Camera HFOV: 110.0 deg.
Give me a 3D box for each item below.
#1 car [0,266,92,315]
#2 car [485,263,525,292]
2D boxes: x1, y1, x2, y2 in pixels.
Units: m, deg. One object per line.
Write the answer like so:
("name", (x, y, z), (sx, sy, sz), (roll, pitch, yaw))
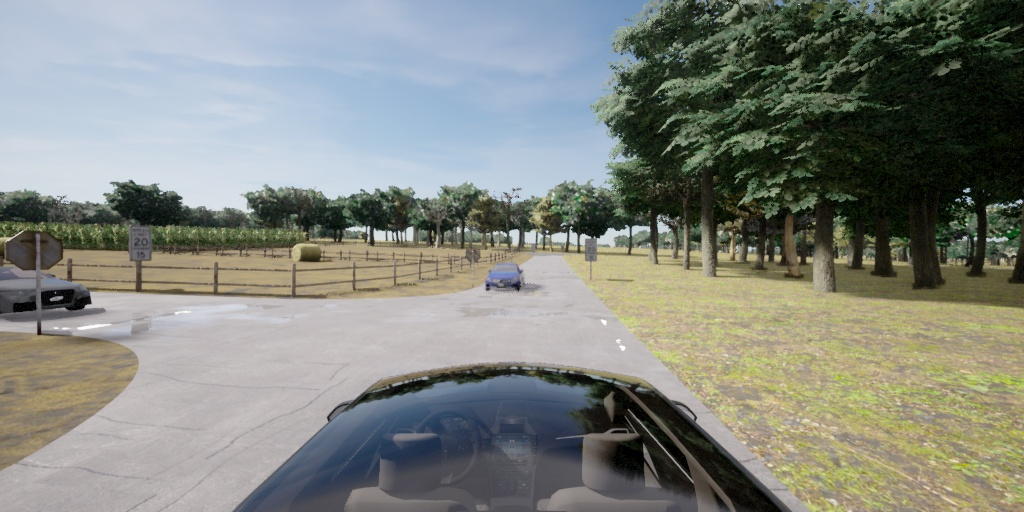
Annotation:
("car", (-15.079, 1.008, 10.536), (4.181, 1.385, 1.994), (1, 0, 6))
("car", (-0.292, 1.125, 20.276), (1.812, 1.442, 4.674), (0, 1, 7))
